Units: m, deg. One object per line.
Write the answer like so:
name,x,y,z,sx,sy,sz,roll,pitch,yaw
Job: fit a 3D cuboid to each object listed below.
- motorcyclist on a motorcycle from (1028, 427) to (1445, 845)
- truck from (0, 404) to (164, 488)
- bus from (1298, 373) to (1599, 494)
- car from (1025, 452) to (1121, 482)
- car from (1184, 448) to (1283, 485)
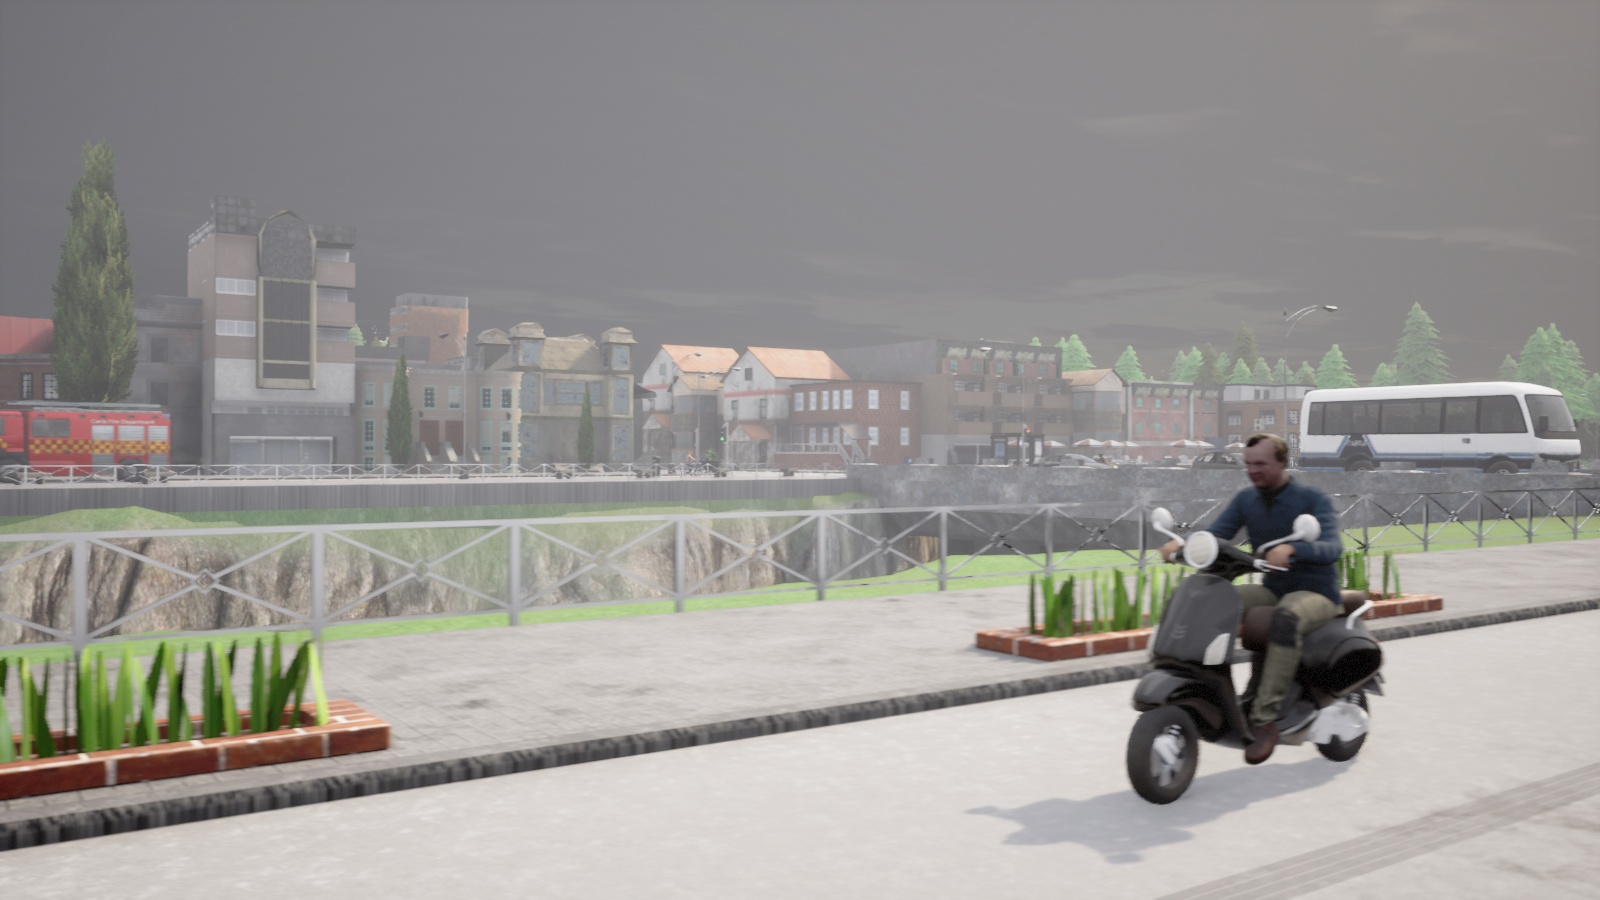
motorcyclist on a motorcycle,1.993,0.708,5.655,1.817,1.590,0.866,0,0,-35
truck,-35.215,-0.198,59.824,8.468,3.827,2.891,0,0,-35
bus,25.260,-0.564,49.278,3.944,4.253,10.273,0,0,-33
car,14.089,0.880,65.119,1.837,1.490,4.892,0,0,-36
car,19.697,0.742,57.210,1.851,1.617,3.988,0,0,-33
